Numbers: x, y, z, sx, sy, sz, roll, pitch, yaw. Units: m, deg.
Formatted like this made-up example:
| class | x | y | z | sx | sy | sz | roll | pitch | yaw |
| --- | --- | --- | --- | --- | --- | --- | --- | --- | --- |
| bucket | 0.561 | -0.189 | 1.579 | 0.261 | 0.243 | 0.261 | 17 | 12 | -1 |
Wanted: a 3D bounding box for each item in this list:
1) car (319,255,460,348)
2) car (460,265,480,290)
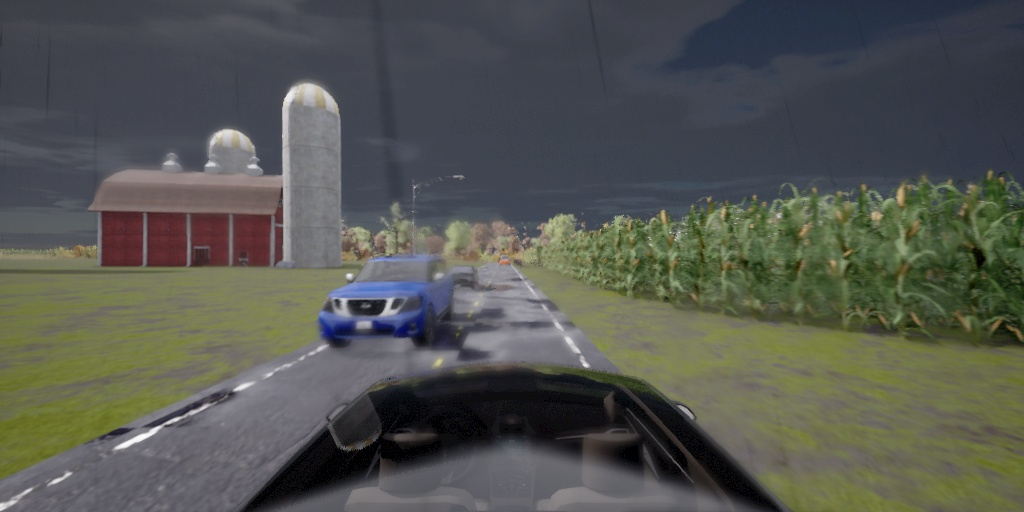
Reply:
| class | x | y | z | sx | sy | sz | roll | pitch | yaw |
| --- | --- | --- | --- | --- | --- | --- | --- | --- | --- |
| car | -2.917 | 0.987 | 9.708 | 2.150 | 2.045 | 5.566 | 0 | 0 | -1 |
| car | -3.093 | 1.314 | 23.069 | 2.033 | 1.411 | 5.357 | 0 | 0 | -1 |
